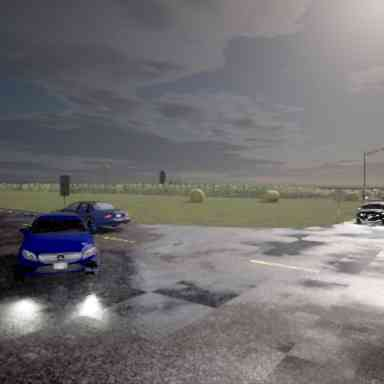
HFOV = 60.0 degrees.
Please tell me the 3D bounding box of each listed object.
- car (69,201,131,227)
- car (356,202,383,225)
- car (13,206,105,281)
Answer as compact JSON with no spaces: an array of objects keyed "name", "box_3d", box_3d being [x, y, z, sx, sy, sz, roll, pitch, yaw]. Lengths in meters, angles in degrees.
[{"name":"car","box_3d":[-5.729,1.197,18.364,5.357,1.411,2.033,2,1,37]},{"name":"car","box_3d":[13.465,1.493,24.417,1.837,1.490,4.892,1,0,37]},{"name":"car","box_3d":[-3.869,1.367,9.710,1.812,1.442,4.674,1,1,-23]}]
